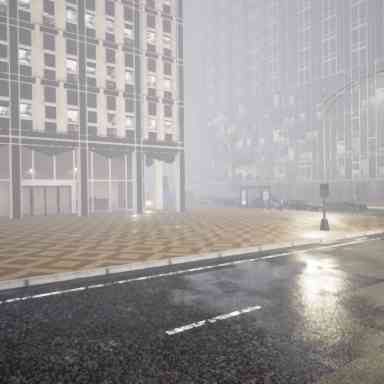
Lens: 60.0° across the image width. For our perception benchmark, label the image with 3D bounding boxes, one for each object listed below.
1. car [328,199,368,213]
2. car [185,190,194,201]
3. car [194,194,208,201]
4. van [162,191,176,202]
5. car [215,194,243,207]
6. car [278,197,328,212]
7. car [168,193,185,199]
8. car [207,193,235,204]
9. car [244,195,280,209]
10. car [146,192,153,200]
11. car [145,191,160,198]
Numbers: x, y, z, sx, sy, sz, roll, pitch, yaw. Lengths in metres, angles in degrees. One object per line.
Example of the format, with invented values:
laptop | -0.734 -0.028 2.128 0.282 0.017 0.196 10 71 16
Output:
car | 16.084 1.402 34.974 1.994 1.385 4.181 -1 1 -35
car | -1.586 0.678 66.331 2.150 2.045 5.566 -1 1 -34
car | 2.912 1.036 64.380 1.802 1.307 4.206 -1 1 -34
van | -3.994 0.931 59.633 1.690 1.788 3.998 -1 1 -34
car | 5.617 1.314 45.554 1.947 1.339 4.313 -1 1 -34
car | 11.992 1.418 36.141 1.947 1.339 4.313 -1 1 -34
car | -3.525 0.928 73.749 1.802 1.307 4.206 -1 1 -34
car | 4.963 1.260 51.174 1.895 1.301 4.718 -1 1 -34
car | 8.787 1.382 40.838 1.802 1.307 4.206 -1 1 -34
car | -10.433 1.033 69.004 2.008 1.369 4.403 0 1 -34
car | -9.964 0.678 83.115 1.967 1.590 4.097 -1 1 -34
